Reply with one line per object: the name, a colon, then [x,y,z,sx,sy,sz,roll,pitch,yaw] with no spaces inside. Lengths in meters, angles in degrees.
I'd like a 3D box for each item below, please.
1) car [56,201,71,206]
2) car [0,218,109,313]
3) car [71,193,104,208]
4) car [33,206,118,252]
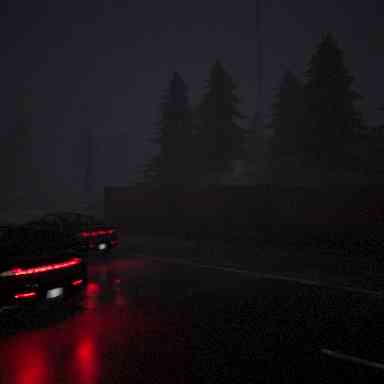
car: [-13.973,1.479,40.267,1.895,1.301,4.718,0,0,35]
car: [-4.253,1.466,6.986,4.902,1.511,2.128,0,0,36]
car: [-10.708,1.111,38.825,2.150,2.045,5.566,0,0,36]
car: [-4.696,1.455,11.640,4.902,1.511,2.128,0,0,37]
